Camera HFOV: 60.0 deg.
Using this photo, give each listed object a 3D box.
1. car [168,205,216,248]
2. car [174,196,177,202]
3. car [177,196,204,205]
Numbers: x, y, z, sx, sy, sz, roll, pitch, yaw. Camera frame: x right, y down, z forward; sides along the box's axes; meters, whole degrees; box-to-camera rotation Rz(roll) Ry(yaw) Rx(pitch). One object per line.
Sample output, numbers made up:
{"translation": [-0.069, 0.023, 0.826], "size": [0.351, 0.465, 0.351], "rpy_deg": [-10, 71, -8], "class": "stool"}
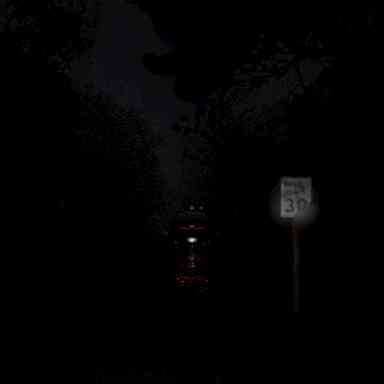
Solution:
{"translation": [0.000, 1.517, 14.650], "size": [1.837, 1.490, 4.892], "rpy_deg": [0, 0, 0], "class": "car"}
{"translation": [-2.974, 1.583, 76.711], "size": [2.128, 1.511, 4.902], "rpy_deg": [0, -1, 0], "class": "car"}
{"translation": [-0.005, 1.370, 29.623], "size": [2.097, 1.767, 4.553], "rpy_deg": [0, 0, 0], "class": "car"}
